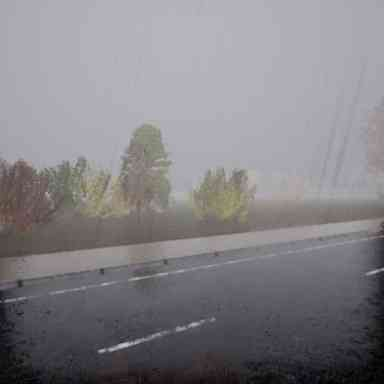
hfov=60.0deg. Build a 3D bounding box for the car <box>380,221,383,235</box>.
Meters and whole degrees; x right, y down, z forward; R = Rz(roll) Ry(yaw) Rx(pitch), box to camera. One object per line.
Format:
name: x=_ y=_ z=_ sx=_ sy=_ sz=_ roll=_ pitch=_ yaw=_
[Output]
car: x=10.628 y=1.510 z=15.294 sx=4.718 sy=1.301 sz=1.895 roll=0 pitch=0 yaw=-36
